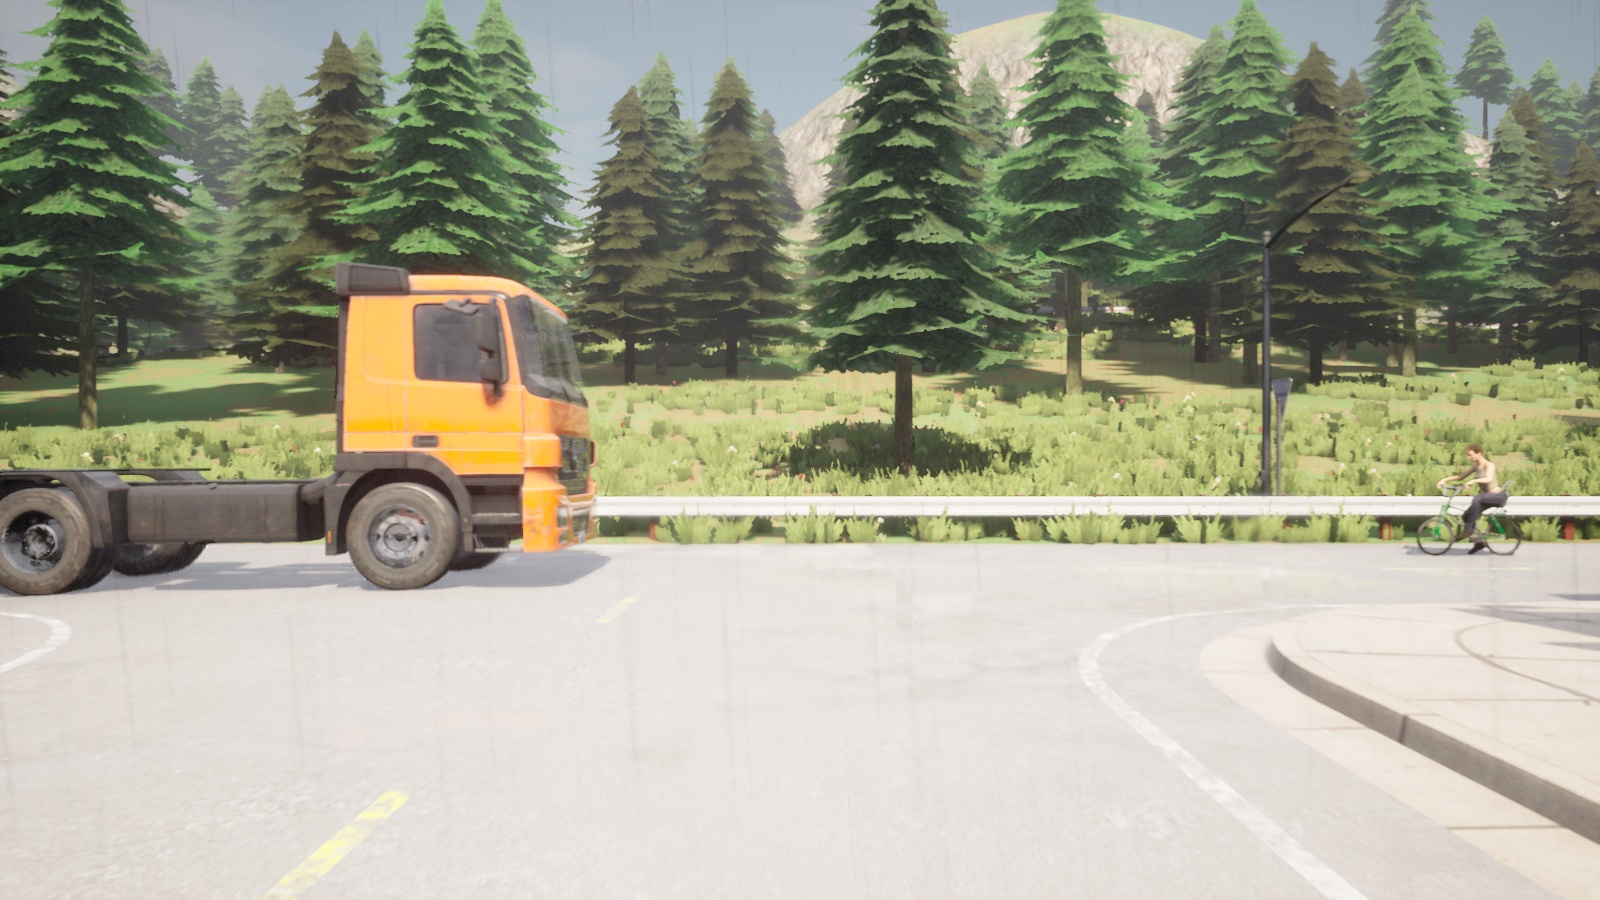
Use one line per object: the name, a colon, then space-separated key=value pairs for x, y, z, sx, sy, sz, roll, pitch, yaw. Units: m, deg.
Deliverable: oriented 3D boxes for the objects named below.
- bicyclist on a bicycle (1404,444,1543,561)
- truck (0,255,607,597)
bicyclist on a bicycle: x=9.528 y=0.725 z=17.816 sx=1.509 sy=1.612 sz=0.866 roll=0 pitch=0 yaw=0
truck: x=-6.422 y=-0.217 z=14.389 sx=7.936 sy=3.462 sz=2.891 roll=-1 pitch=-1 yaw=0
